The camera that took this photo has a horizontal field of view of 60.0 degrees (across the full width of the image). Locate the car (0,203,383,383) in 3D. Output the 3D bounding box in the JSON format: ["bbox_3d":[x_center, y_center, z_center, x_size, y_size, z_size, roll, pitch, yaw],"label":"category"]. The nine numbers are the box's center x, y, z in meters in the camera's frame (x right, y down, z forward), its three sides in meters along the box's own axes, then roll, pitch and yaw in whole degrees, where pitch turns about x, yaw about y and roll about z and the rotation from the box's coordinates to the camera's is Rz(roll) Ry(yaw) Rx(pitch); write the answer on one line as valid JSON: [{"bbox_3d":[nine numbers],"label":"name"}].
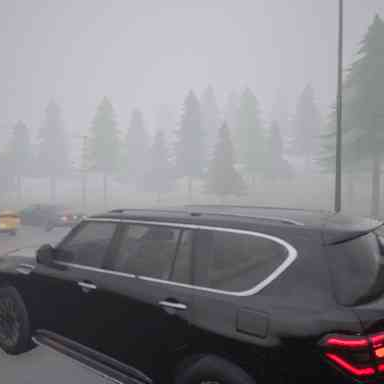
[{"bbox_3d":[-0.410,1.184,4.265,5.566,2.045,2.150,1,1,36],"label":"car"}]

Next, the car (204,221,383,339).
[{"bbox_3d":[2.680,1.505,6.374,4.674,1.442,1.812,1,1,36],"label":"car"}]

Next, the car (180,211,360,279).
[{"bbox_3d":[2.372,1.486,10.905,5.357,1.411,2.033,1,0,35],"label":"car"}]

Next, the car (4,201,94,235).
[{"bbox_3d":[-7.967,1.307,18.279,5.357,1.411,2.033,1,1,35],"label":"car"}]
